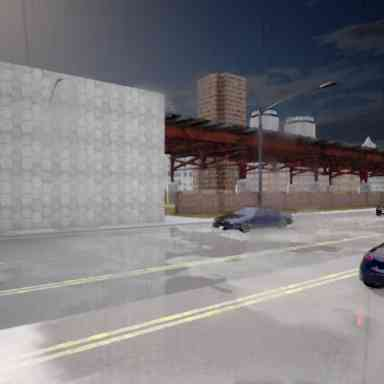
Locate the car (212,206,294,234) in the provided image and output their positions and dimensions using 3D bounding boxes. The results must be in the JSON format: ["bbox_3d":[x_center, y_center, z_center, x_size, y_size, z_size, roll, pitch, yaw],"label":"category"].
[{"bbox_3d":[3.747,1.544,19.596,5.357,1.411,2.033,0,0,-36],"label":"car"}]

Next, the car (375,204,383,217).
[{"bbox_3d":[18.490,1.497,30.157,4.892,1.490,1.837,0,0,-36],"label":"car"}]

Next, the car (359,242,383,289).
[{"bbox_3d":[5.875,1.562,7.970,4.181,1.385,1.994,0,0,-36],"label":"car"}]
